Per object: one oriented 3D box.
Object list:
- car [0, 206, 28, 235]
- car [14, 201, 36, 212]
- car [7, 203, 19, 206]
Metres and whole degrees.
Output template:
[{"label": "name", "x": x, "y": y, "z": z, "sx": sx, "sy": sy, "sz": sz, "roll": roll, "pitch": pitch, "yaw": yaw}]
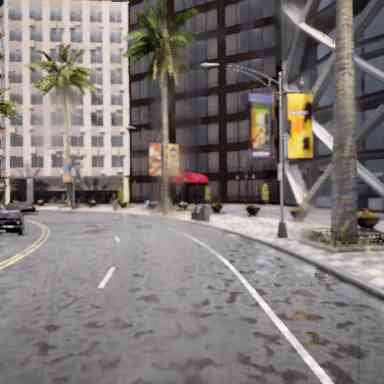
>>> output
[{"label": "car", "x": -10.739, "y": 1.730, "z": 19.252, "sx": 1.895, "sy": 1.301, "sz": 4.718, "roll": -1, "pitch": 0, "yaw": -25}, {"label": "car", "x": -20.836, "y": 1.815, "z": 40.326, "sx": 4.181, "sy": 1.385, "sz": 1.994, "roll": -1, "pitch": 0, "yaw": 32}, {"label": "car", "x": -16.360, "y": 1.798, "z": 27.663, "sx": 1.895, "sy": 1.301, "sz": 4.718, "roll": -1, "pitch": 0, "yaw": -43}]
